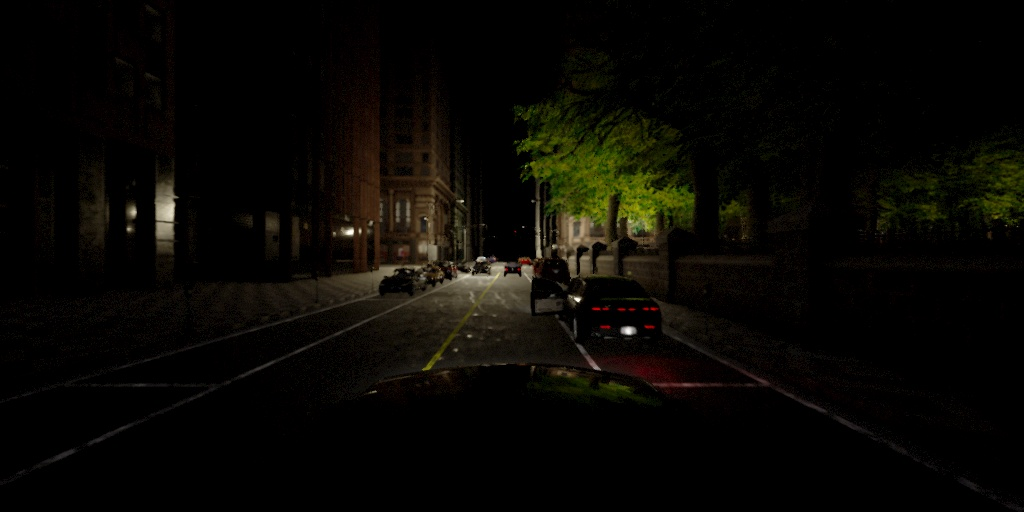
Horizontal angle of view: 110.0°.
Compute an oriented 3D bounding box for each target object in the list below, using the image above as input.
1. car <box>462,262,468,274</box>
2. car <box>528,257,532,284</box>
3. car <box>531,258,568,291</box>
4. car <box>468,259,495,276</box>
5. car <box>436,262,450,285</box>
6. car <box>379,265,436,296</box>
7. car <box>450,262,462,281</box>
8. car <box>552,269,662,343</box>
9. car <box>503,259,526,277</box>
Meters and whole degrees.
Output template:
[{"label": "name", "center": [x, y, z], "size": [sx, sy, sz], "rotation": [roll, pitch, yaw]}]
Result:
[{"label": "car", "center": [-5.766, 1.337, 41.531], "size": [1.948, 1.339, 4.313], "rotation": [0, 0, 0]}, {"label": "car", "center": [2.761, 1.088, 30.494], "size": [2.192, 1.841, 5.009], "rotation": [0, 0, 0]}, {"label": "car", "center": [2.761, 1.087, 24.969], "size": [2.192, 1.841, 5.009], "rotation": [0, 0, 0]}, {"label": "car", "center": [-3.076, 1.279, 36.928], "size": [1.837, 1.490, 4.892], "rotation": [0, -1, 0]}, {"label": "car", "center": [-5.764, 1.298, 24.788], "size": [1.751, 1.417, 4.829], "rotation": [0, 0, 0]}, {"label": "car", "center": [-5.764, 1.320, 19.433], "size": [2.007, 1.370, 4.403], "rotation": [0, 0, 0]}, {"label": "car", "center": [-5.765, 1.213, 30.483], "size": [1.967, 1.591, 4.097], "rotation": [0, 0, 0]}, {"label": "car", "center": [2.354, 1.265, 9.669], "size": [1.837, 1.490, 4.892], "rotation": [0, 0, 0]}, {"label": "car", "center": [0.071, 1.320, 36.650], "size": [2.033, 1.411, 5.357], "rotation": [0, 0, 0]}]
